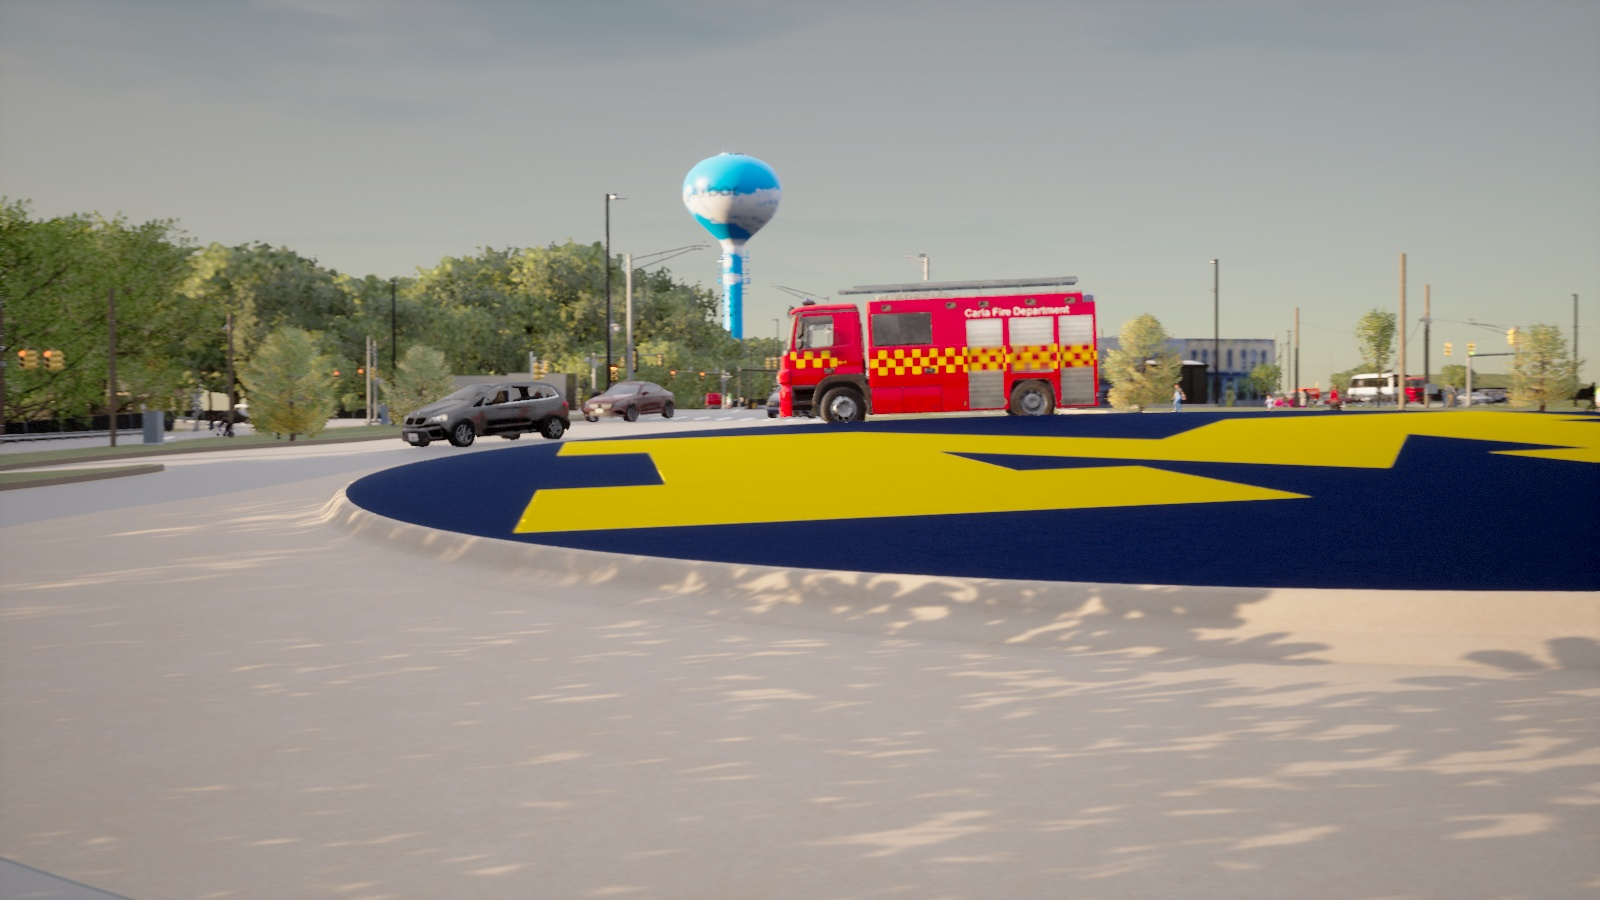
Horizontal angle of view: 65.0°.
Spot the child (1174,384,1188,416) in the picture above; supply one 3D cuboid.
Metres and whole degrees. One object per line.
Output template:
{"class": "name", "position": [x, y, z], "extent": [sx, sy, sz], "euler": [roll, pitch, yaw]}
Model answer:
{"class": "child", "position": [15.354, -2.011, 50.610], "extent": [0.437, 1.263, 0.270], "euler": [0, 1, -17]}

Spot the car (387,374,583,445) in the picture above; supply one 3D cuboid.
{"class": "car", "position": [-8.443, -1.127, 33.975], "extent": [2.242, 1.667, 4.611], "euler": [1, 4, 41]}

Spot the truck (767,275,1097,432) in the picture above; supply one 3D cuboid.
{"class": "truck", "position": [3.520, -2.517, 34.171], "extent": [8.468, 3.827, 2.891], "euler": [-1, 1, 5]}

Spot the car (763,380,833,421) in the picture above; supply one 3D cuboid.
{"class": "car", "position": [-0.016, -1.993, 49.373], "extent": [2.033, 1.411, 5.357], "euler": [1, 4, 8]}

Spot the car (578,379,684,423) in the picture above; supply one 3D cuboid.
{"class": "car", "position": [-6.249, -1.863, 47.003], "extent": [1.812, 1.442, 4.674], "euler": [1, 4, 22]}

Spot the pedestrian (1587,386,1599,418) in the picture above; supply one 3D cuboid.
{"class": "pedestrian", "position": [45.931, -2.781, 72.502], "extent": [0.431, 1.840, 0.703], "euler": [0, 1, -11]}

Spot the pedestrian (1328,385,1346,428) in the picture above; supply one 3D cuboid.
{"class": "pedestrian", "position": [23.322, -1.873, 54.540], "extent": [0.636, 1.846, 0.331], "euler": [0, 1, -15]}

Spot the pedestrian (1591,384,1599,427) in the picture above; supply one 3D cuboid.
{"class": "pedestrian", "position": [36.857, -2.039, 57.504], "extent": [0.873, 1.952, 0.659], "euler": [0, 1, -15]}
